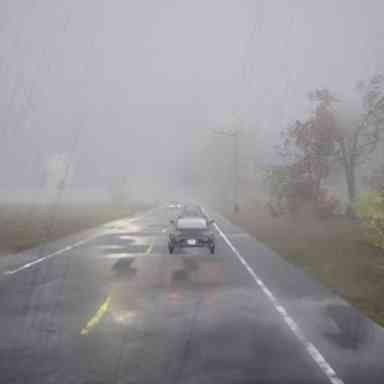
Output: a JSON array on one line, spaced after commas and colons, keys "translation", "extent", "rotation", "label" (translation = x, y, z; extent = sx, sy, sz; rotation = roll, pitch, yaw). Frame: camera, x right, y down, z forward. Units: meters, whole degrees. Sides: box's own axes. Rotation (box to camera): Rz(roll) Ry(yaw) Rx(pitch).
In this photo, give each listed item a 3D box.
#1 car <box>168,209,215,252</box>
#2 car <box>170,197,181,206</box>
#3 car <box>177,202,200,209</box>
[{"translation": [-0.005, 1.663, 14.363], "extent": [1.812, 1.442, 4.674], "rotation": [0, 0, 0], "label": "car"}, {"translation": [-3.550, 1.960, 71.004], "extent": [2.097, 1.767, 4.553], "rotation": [0, 0, 0], "label": "car"}, {"translation": [-0.020, 1.818, 28.965], "extent": [2.033, 1.411, 5.357], "rotation": [0, 0, 0], "label": "car"}]
